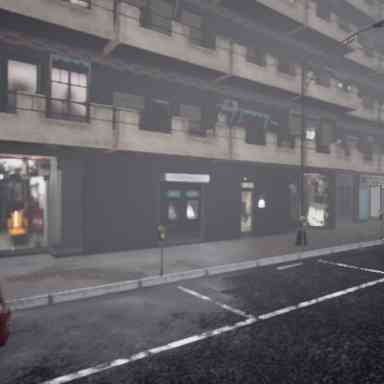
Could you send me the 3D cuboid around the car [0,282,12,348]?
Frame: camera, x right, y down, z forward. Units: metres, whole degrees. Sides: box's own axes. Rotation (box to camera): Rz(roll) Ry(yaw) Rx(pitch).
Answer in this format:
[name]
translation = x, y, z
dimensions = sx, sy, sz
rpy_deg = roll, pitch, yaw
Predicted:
[car]
translation = -4.286, 1.576, 3.499
dimensions = 4.206, 1.307, 1.802
rpy_deg = 0, 0, -36
